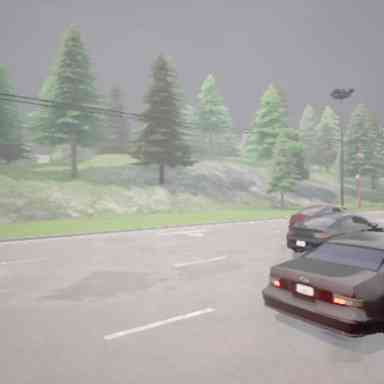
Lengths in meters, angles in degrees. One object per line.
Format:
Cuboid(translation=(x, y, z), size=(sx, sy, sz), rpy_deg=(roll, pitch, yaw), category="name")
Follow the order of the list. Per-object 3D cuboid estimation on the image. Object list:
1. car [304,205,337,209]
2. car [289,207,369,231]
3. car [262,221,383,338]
Cuboid(translation=(6.994, 1.402, 17.339), size=(4.674, 1.442, 1.812), rpy_deg=(-1, 0, -36), category="car")
Cuboid(translation=(5.312, 1.438, 11.838), size=(4.674, 1.442, 1.812), rpy_deg=(-1, 0, -35), category="car")
Cuboid(translation=(3.748, 1.494, 6.426), size=(5.357, 1.411, 2.033), rpy_deg=(0, 0, -35), category="car")
